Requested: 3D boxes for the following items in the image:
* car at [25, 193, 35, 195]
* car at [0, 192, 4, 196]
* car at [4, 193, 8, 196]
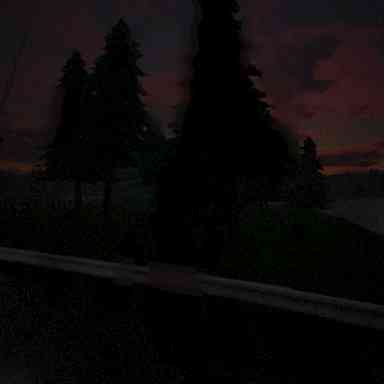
[{"bbox_3d":[-39.991,1.030,81.665,1.882,1.535,5.008,0,0,-3],"label":"car"},{"bbox_3d":[-40.353,1.158,66.321,1.994,1.385,4.181,0,0,9],"label":"car"},{"bbox_3d":[-46.960,0.882,81.072,2.097,1.767,4.553,0,0,-3],"label":"car"}]
